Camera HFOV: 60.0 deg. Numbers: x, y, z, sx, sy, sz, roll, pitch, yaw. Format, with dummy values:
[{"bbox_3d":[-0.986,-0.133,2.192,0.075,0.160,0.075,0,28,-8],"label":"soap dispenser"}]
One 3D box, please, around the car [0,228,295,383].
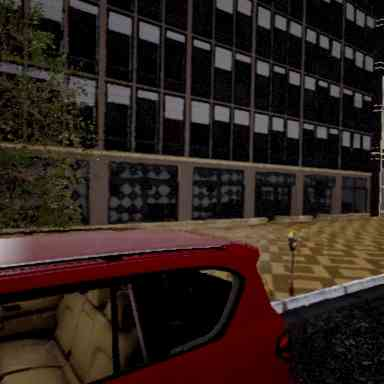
[{"bbox_3d":[-1.534,1.243,1.925,5.009,1.841,2.192,1,1,-34],"label":"car"}]
